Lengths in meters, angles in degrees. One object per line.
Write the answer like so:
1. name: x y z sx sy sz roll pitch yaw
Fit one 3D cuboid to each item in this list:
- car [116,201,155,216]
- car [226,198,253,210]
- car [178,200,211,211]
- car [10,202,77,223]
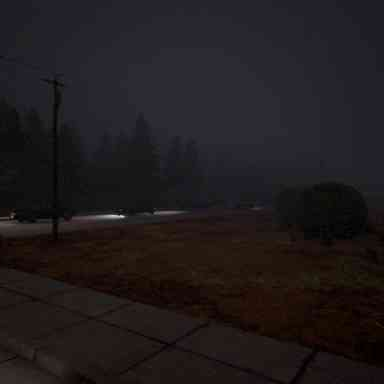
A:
1. car: -5.654 1.592 33.577 1.994 1.385 4.181 0 0 37
2. car: 6.126 1.553 43.235 1.812 1.442 4.674 0 0 38
3. car: 0.418 1.629 41.752 1.895 1.301 4.718 0 0 37
4. car: -11.388 1.520 25.838 2.128 1.511 4.902 0 0 37
